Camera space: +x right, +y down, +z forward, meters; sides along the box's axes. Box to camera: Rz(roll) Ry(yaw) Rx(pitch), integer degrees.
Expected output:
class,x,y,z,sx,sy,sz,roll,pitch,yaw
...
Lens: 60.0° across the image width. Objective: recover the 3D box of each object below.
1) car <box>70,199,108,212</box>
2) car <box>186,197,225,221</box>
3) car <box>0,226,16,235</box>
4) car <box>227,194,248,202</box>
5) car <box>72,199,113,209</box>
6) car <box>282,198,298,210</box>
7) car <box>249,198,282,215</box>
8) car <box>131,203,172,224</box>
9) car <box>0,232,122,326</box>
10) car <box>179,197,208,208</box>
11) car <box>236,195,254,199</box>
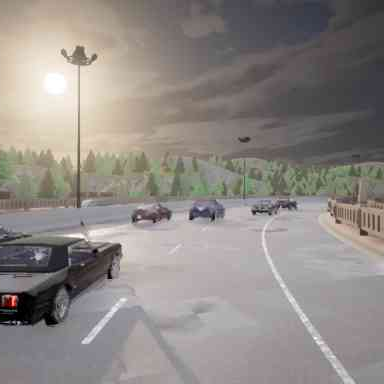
class,x,y,z,sx,sy,sz,roll,pitch,yaw
car,-12.496,1.619,40.697,1.812,1.442,4.674,0,0,23
car,1.338,1.361,27.374,2.097,1.767,4.553,0,0,18
car,-6.250,1.513,9.092,1.837,1.490,4.892,0,0,6
car,10.163,1.325,74.371,4.902,1.511,2.128,0,-1,-45
car,-10.542,1.563,36.256,2.128,1.511,4.902,0,0,22
car,12.189,1.500,42.829,1.837,1.490,4.892,0,0,32
car,7.333,1.541,33.317,2.033,1.411,5.357,0,0,24
car,-3.001,1.547,25.241,1.812,1.442,4.674,0,0,16
car,-2.996,1.605,7.096,1.895,1.301,4.718,0,0,5
car,0.294,1.574,50.392,2.128,1.511,4.902,0,0,31
car,11.195,1.374,70.391,1.882,1.535,5.008,-1,-1,42
